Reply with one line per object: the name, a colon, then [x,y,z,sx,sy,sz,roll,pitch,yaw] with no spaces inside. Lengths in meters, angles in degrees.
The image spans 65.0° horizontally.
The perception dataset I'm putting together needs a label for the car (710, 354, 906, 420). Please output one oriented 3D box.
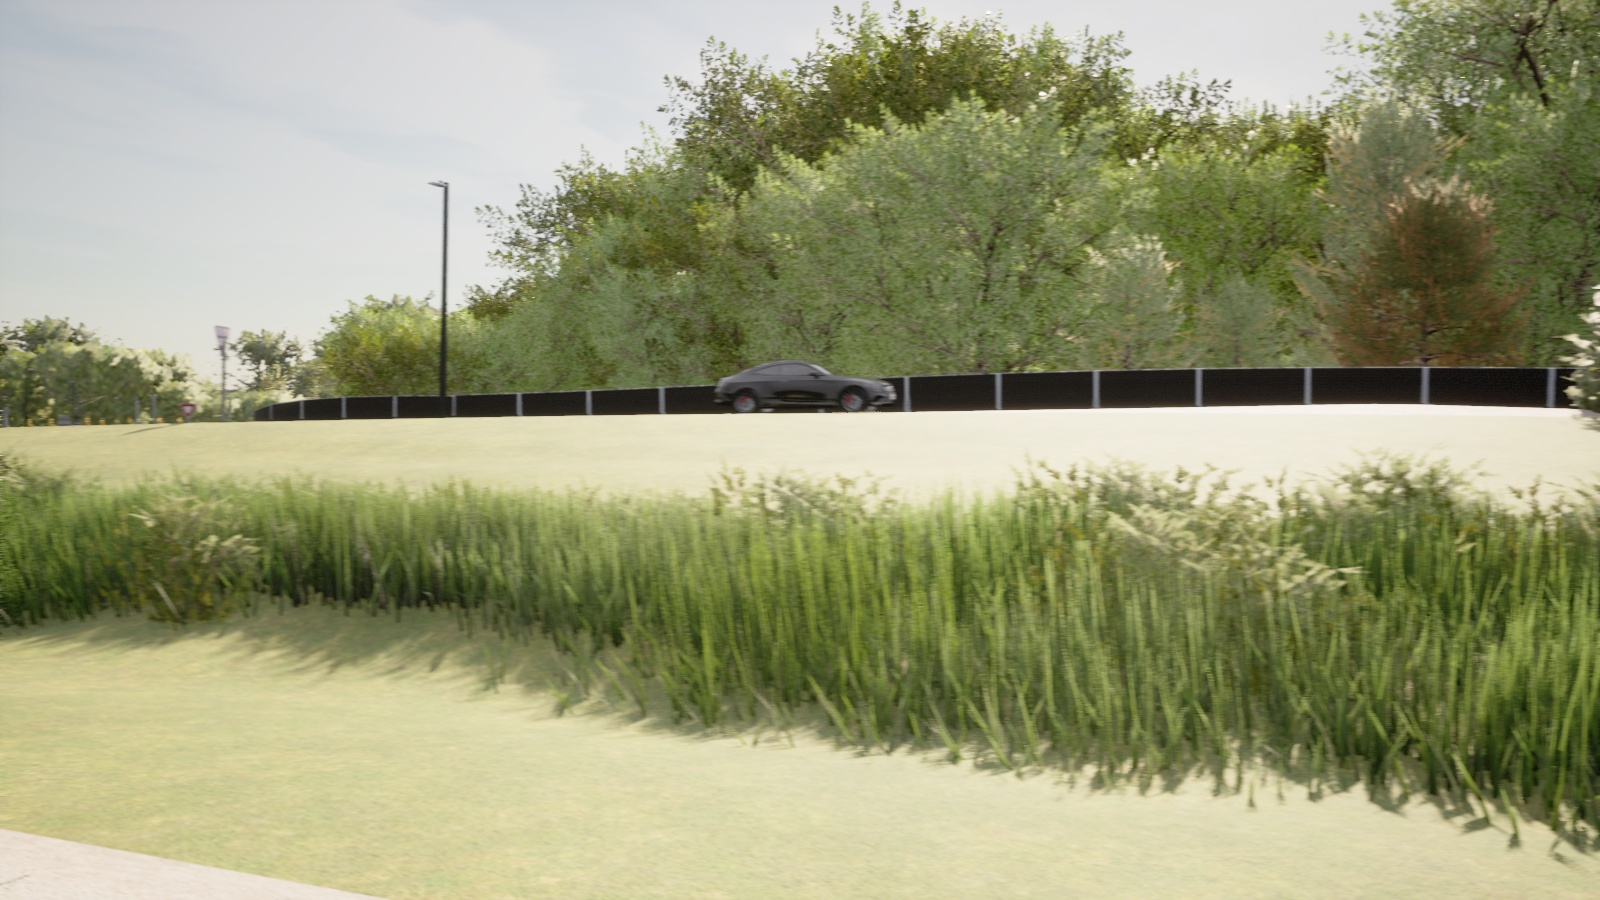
car: [0.221,-1.583,32.342,4.674,1.442,1.812,-2,0,18]
